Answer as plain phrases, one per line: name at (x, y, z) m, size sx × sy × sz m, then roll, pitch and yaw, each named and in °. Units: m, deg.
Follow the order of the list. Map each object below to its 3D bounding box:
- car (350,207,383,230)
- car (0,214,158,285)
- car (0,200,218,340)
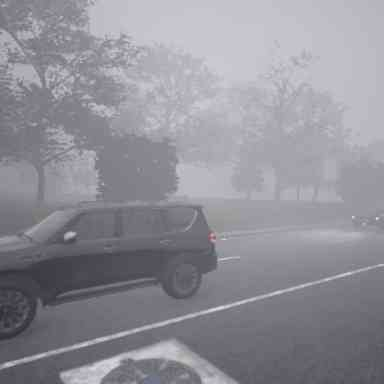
car at (12.232, 1.637, 21.430) m, size 4.718 × 1.301 × 1.895 m, roll 0°, pitch 0°, yaw -35°
car at (-3.841, 1.536, 9.872) m, size 5.357 × 1.411 × 2.033 m, roll 0°, pitch 0°, yaw -36°
car at (-1.993, 1.216, 6.891) m, size 5.566 × 2.045 × 2.150 m, roll 0°, pitch 0°, yaw -36°
